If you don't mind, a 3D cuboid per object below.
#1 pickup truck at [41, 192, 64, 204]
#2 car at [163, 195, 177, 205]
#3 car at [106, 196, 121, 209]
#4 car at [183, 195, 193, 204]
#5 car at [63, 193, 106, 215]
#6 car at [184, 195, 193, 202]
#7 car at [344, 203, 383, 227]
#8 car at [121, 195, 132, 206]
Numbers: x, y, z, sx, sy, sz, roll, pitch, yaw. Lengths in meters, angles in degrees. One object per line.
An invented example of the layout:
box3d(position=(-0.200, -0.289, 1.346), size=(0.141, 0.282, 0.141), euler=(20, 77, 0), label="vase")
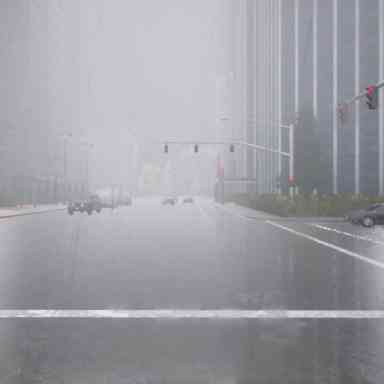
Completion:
box3d(position=(-24.331, 1.059, 59.937), size=(2.390, 2.098, 6.274), euler=(0, 0, 30), label="pickup truck")
box3d(position=(-4.089, 1.526, 59.112), size=(1.812, 1.442, 4.674), euler=(0, 0, 0), label="car")
box3d(position=(-11.176, 1.564, 44.316), size=(1.994, 1.385, 4.181), euler=(0, 0, -1), label="car")
box3d(position=(-0.754, 1.526, 65.241), size=(1.812, 1.442, 4.674), euler=(0, 0, 0), label="car")
box3d(position=(-11.091, 1.221, 34.787), size=(2.150, 2.045, 5.566), euler=(0, 0, -1), label="car")
box3d(position=(-0.841, 1.387, 75.492), size=(1.882, 1.535, 5.008), euler=(0, 0, 0), label="car")
box3d(position=(12.630, 1.505, 21.981), size=(4.892, 1.490, 1.837), euler=(0, 0, 0), label="car")
box3d(position=(-11.251, 1.352, 54.523), size=(2.097, 1.767, 4.553), euler=(0, 0, -1), label="car")
